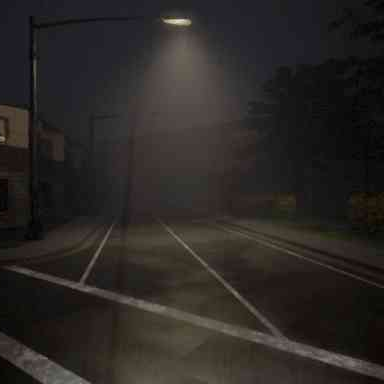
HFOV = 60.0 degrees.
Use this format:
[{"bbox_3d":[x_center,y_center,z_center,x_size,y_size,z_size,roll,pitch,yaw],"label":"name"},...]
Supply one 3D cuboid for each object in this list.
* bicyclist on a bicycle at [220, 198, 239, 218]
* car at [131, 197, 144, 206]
[{"bbox_3d":[3.029,1.334,27.119,1.656,1.620,0.582,-1,0,-11],"label":"bicyclist on a bicycle"},{"bbox_3d":[-9.719,1.695,59.387,1.882,1.535,5.008,-1,0,-5],"label":"car"}]
